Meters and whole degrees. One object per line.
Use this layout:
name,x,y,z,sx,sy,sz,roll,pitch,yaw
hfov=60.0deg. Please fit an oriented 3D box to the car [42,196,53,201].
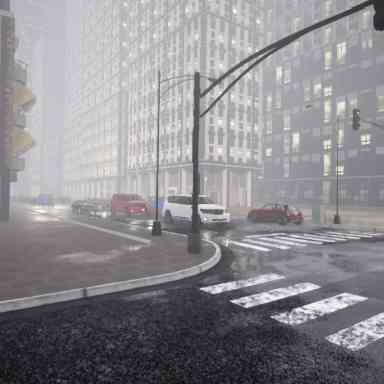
car,-36.478,1.570,83.946,1.802,1.307,4.206,1,-1,-35

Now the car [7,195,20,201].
car,-40.063,1.377,74.499,2.008,1.369,4.403,1,-1,-35

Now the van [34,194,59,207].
van,-20.513,1.197,46.815,1.690,1.788,3.998,1,-1,-35

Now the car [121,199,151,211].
car,-7.156,1.584,42.416,2.008,1.369,4.403,1,-1,-35

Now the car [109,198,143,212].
car,-7.763,1.477,38.786,2.128,1.511,4.902,1,-1,-35

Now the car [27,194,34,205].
car,-23.775,1.432,51.427,1.802,1.307,4.206,1,-1,-35

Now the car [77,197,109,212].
car,-11.536,1.412,38.605,2.128,1.511,4.902,1,-1,-35

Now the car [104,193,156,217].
car,-5.687,1.155,30.310,2.150,2.045,5.566,1,-1,-35

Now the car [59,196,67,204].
car,-24.022,1.434,61.816,1.882,1.535,5.008,1,-2,-35

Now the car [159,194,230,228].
car,0.092,1.170,22.122,2.150,2.045,5.566,1,-1,-35

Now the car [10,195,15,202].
car,-36.806,1.396,69.885,1.947,1.339,4.313,1,-1,-35

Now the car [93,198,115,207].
car,-13.673,1.586,51.645,1.947,1.339,4.313,1,-1,-35

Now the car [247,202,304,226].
car,5.877,1.505,23.960,1.967,1.590,4.097,1,-1,-35

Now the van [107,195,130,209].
van,-10.410,1.368,47.033,1.690,1.788,3.998,1,-1,-35

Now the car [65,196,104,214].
car,-10.744,1.427,32.970,2.008,1.369,4.403,1,-1,-35

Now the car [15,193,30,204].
car,-30.287,1.155,60.659,2.192,1.841,5.009,1,-1,-35

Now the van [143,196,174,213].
van,-3.895,1.382,37.804,1.690,1.788,3.998,1,-1,-35
